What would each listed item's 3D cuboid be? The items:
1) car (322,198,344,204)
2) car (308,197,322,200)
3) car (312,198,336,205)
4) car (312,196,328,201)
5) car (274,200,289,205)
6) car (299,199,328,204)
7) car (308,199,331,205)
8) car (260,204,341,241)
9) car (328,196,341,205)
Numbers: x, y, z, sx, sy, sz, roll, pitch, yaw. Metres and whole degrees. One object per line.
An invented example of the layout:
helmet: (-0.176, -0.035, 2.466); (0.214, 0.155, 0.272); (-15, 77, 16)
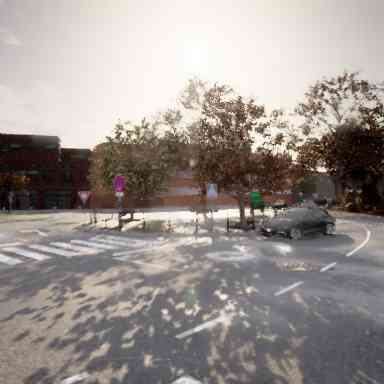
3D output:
car: (35.654, 2.355, 84.297); (4.674, 1.452, 2.002); (-1, -1, 43)
car: (16.354, 1.886, 46.977); (2.128, 1.511, 4.902); (-1, -1, 9)
car: (31.814, 2.284, 80.153); (5.008, 1.535, 2.097); (-1, -1, 43)
car: (27.957, 1.997, 76.023); (5.566, 2.045, 2.435); (-1, -1, 43)
car: (14.293, 2.047, 53.000); (2.033, 1.411, 5.357); (-1, -1, 25)
car: (11.679, 1.773, 33.770); (2.033, 1.411, 5.357); (0, -1, 5)
car: (29.895, 2.306, 78.075); (4.674, 1.452, 2.002); (-1, -1, 43)
car: (5.692, 1.608, 17.623); (4.892, 1.490, 1.837); (0, 1, -36)
car: (30.018, 1.889, 66.925); (2.150, 2.045, 5.566); (-1, -1, 43)
